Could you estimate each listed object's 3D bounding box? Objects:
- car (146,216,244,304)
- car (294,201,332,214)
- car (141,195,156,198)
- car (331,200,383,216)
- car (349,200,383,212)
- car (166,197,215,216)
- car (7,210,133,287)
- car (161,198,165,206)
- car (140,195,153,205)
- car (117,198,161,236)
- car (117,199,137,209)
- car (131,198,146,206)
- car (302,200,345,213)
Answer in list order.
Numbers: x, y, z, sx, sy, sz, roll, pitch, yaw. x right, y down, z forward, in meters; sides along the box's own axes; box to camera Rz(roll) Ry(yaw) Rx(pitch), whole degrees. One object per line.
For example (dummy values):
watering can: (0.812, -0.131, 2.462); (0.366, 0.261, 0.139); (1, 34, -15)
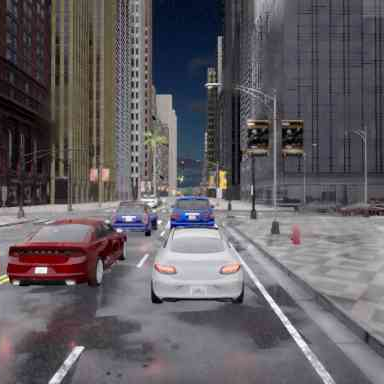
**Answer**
car: (0.105, 1.537, 8.055); (1.812, 1.442, 4.674); (0, 0, 0)
car: (13.228, 1.646, 35.885); (4.181, 1.385, 1.994); (0, -1, -1)
car: (-6.556, 1.469, 50.953); (2.150, 2.045, 5.566); (0, 0, 0)
car: (15.340, 1.587, 30.145); (4.206, 1.307, 1.802); (0, 0, -1)
car: (20.857, 1.656, 38.751); (4.313, 1.339, 1.947); (0, 0, -1)
car: (0.041, 1.263, 17.757); (2.150, 2.045, 5.566); (0, 0, 1)
car: (-3.144, 1.492, 9.427); (1.882, 1.535, 5.008); (0, 0, 0)
car: (-6.519, 1.824, 60.665); (1.837, 1.490, 4.892); (0, 0, 1)
car: (-9.690, 1.632, 71.395); (2.150, 2.045, 5.566); (0, 0, 0)
car: (-3.134, 1.397, 18.653); (2.097, 1.767, 4.553); (0, 0, 0)
car: (-9.804, 1.795, 50.912); (2.033, 1.411, 5.357); (0, 0, 0)
car: (-9.767, 1.846, 60.821); (1.812, 1.442, 4.674); (0, 0, 1)
car: (15.217, 1.675, 38.668); (4.313, 1.339, 1.947); (0, 0, -1)
